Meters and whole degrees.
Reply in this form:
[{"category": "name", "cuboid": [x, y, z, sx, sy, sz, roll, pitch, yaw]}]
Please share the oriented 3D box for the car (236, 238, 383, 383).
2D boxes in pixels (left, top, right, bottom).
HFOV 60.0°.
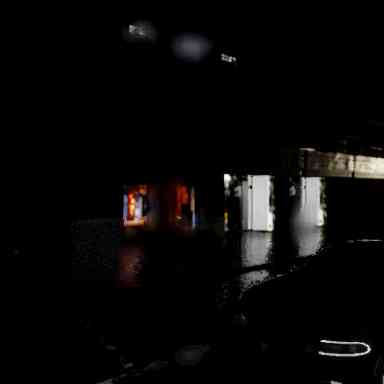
[{"category": "car", "cuboid": [2.889, 1.513, 5.164, 5.008, 1.535, 1.882, 0, 0, -36]}]
